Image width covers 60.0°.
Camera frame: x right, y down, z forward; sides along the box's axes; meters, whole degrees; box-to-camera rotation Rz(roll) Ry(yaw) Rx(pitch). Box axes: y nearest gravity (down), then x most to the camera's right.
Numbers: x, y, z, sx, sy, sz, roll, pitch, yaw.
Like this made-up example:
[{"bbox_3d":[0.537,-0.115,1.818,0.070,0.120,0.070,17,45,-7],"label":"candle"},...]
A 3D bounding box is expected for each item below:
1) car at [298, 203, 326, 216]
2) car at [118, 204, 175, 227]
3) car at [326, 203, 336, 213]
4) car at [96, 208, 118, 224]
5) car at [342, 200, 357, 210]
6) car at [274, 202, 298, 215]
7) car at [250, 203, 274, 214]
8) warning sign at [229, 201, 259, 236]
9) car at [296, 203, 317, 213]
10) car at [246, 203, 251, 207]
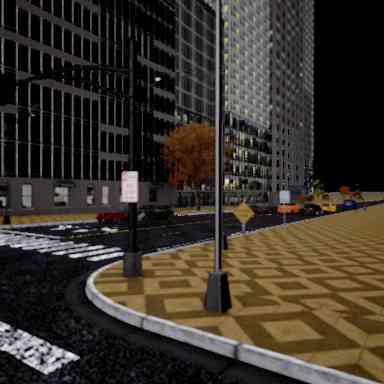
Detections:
[{"bbox_3d":[16.093,2.349,44.350,1.837,1.490,4.892,0,-1,33],"label":"car"},{"bbox_3d":[-3.311,1.731,26.516,2.097,1.767,4.553,0,-1,33],"label":"car"},{"bbox_3d":[21.692,2.505,53.115,1.882,1.535,5.008,0,-1,33],"label":"car"},{"bbox_3d":[-5.905,1.979,28.494,1.895,1.301,4.718,0,-1,33],"label":"car"},{"bbox_3d":[31.292,2.532,65.903,2.150,2.045,5.566,0,-1,33],"label":"car"},{"bbox_3d":[13.556,2.198,46.406,2.097,1.767,4.553,0,-1,33],"label":"car"},{"bbox_3d":[10.828,2.391,48.349,2.033,1.411,5.357,0,-1,33],"label":"car"},{"bbox_3d":[2.915,1.451,18.704,1.300,1.860,1.060,1,1,33],"label":"warning sign"},{"bbox_3d":[18.960,2.570,54.875,2.033,1.411,5.357,0,-1,33],"label":"car"},{"bbox_3d":[8.635,2.403,50.929,2.033,1.411,5.357,0,-1,33],"label":"car"}]
